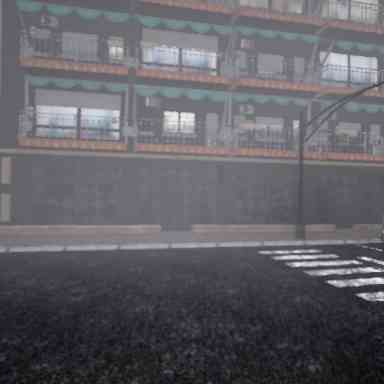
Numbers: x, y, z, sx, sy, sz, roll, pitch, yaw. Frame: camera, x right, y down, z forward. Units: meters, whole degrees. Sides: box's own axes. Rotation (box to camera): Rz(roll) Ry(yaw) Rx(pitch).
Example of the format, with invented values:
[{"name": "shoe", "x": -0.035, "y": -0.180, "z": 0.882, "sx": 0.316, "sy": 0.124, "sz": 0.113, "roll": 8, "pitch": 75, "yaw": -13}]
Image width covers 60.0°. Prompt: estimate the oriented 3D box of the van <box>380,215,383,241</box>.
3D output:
[{"name": "van", "x": 9.968, "y": 1.453, "z": 13.860, "sx": 3.998, "sy": 1.788, "sz": 1.690, "roll": 1, "pitch": 0, "yaw": -12}]
